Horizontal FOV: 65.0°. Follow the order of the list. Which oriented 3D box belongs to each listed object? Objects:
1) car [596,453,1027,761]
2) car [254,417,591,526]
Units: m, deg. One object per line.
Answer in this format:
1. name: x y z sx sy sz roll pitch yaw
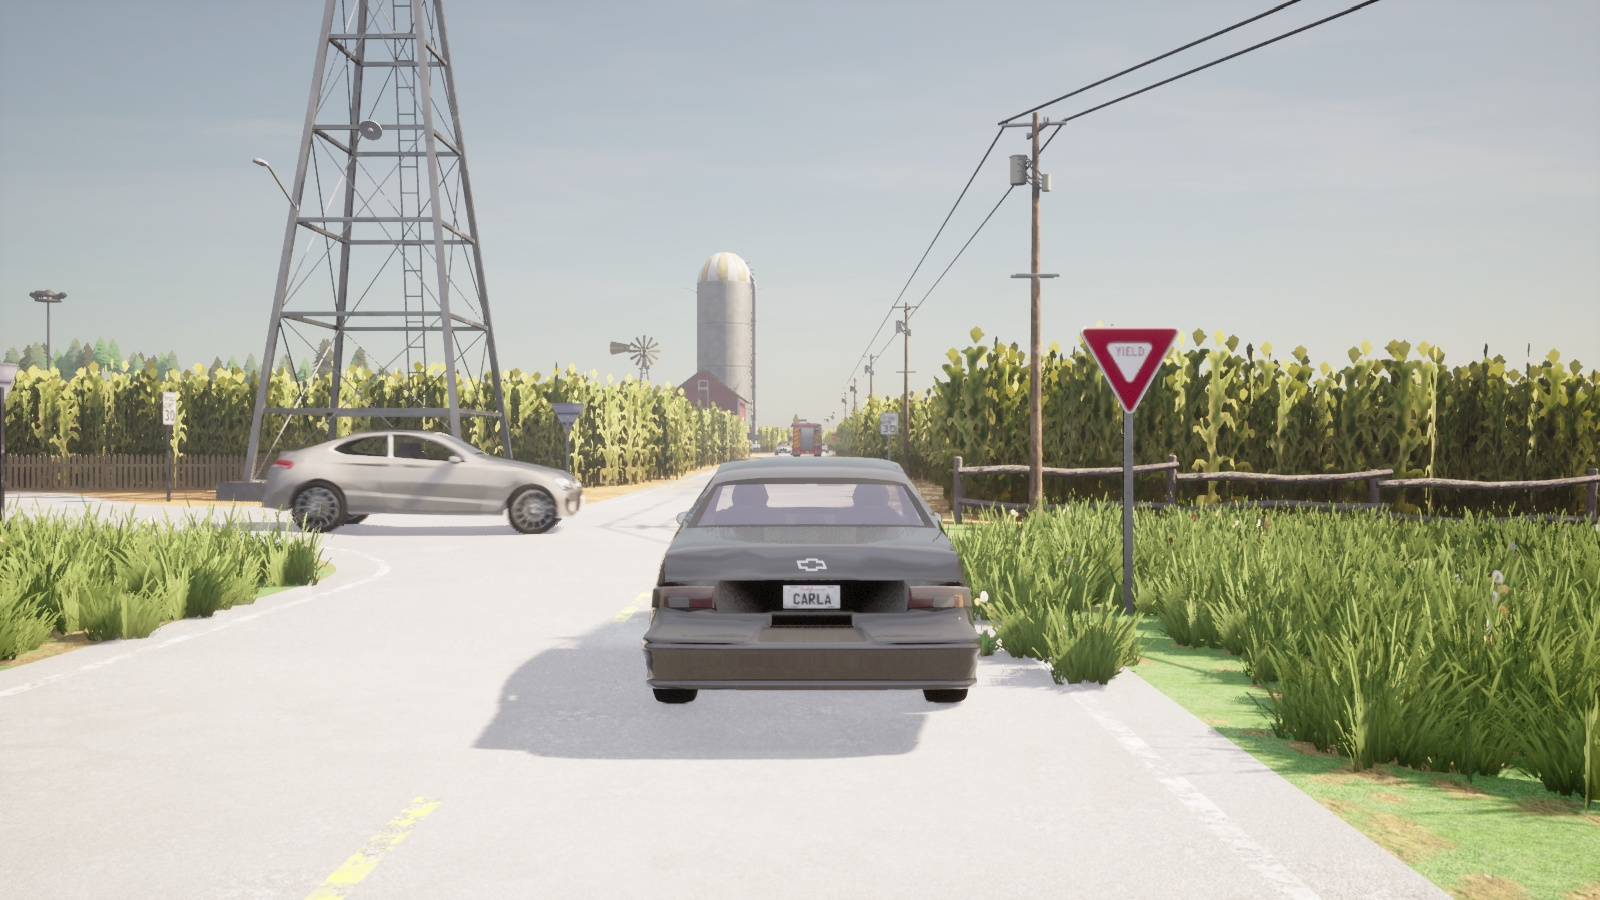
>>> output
1. car: 0.064 0.745 8.602 2.033 1.411 5.357 0 0 0
2. car: -6.068 0.337 20.795 5.027 1.651 2.152 1 1 -7
